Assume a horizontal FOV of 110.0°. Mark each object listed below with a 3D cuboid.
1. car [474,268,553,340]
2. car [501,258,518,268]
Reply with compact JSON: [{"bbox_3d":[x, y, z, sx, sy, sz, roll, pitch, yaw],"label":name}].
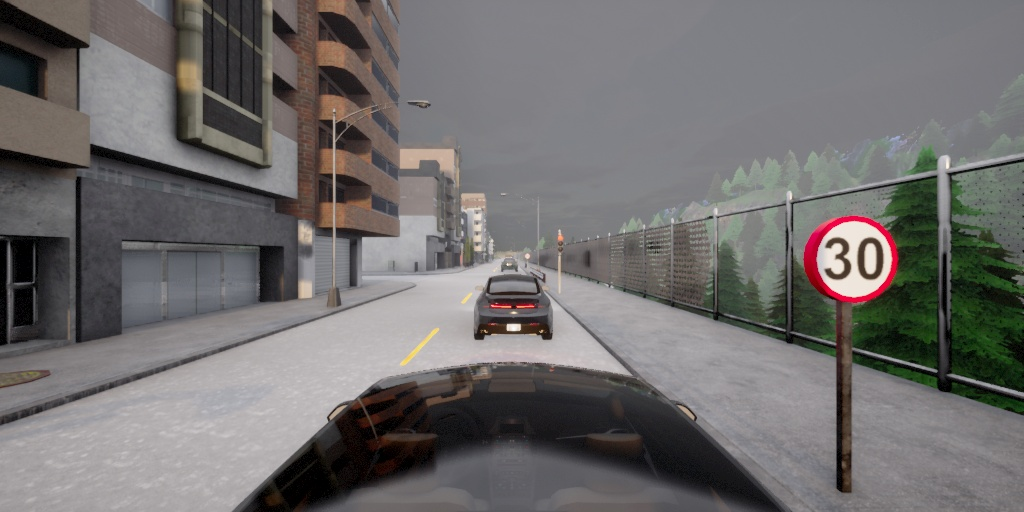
[{"bbox_3d":[0.016,1.254,9.945,1.837,1.490,4.892,0,0,0],"label":"car"},{"bbox_3d":[-0.332,1.096,46.251,2.097,1.767,4.553,0,0,-1],"label":"car"}]
